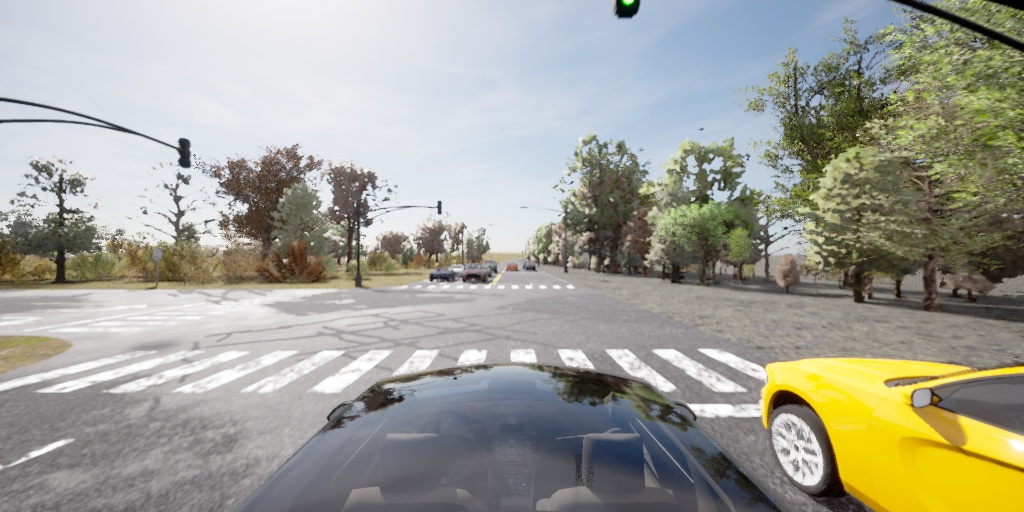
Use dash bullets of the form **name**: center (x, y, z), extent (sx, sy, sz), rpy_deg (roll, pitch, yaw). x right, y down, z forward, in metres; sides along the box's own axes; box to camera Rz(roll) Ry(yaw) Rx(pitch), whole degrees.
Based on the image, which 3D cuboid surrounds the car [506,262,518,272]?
- **car**: center (0.056, 1.868, 63.977), extent (2.097, 1.767, 4.553), rpy_deg (0, -1, 0)

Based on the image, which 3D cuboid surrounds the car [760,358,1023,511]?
- **car**: center (3.381, 1.178, 1.497), extent (1.882, 1.535, 5.008), rpy_deg (1, -1, 0)

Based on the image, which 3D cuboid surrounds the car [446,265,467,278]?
- **car**: center (-6.597, 1.788, 43.350), extent (1.812, 1.442, 4.674), rpy_deg (0, -1, 0)

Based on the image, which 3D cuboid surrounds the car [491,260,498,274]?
- **car**: center (-3.340, 1.624, 54.761), extent (2.150, 2.045, 5.566), rpy_deg (0, -1, 0)

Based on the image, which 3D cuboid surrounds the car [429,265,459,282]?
- **car**: center (-6.598, 1.753, 34.414), extent (1.895, 1.301, 4.718), rpy_deg (0, -1, 0)

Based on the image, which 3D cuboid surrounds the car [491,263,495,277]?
- **car**: center (-3.347, 1.773, 42.229), extent (1.812, 1.442, 4.674), rpy_deg (0, -1, 0)

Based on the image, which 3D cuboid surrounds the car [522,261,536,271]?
- **car**: center (3.328, 2.001, 64.546), extent (1.837, 1.490, 4.892), rpy_deg (1, -2, 0)

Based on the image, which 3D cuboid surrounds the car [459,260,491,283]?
- **car**: center (-3.348, 1.489, 33.244), extent (2.097, 1.767, 4.553), rpy_deg (0, -1, 0)

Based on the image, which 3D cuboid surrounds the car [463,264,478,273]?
- **car**: center (-6.580, 1.955, 56.813), extent (1.812, 1.442, 4.674), rpy_deg (0, -1, 0)
